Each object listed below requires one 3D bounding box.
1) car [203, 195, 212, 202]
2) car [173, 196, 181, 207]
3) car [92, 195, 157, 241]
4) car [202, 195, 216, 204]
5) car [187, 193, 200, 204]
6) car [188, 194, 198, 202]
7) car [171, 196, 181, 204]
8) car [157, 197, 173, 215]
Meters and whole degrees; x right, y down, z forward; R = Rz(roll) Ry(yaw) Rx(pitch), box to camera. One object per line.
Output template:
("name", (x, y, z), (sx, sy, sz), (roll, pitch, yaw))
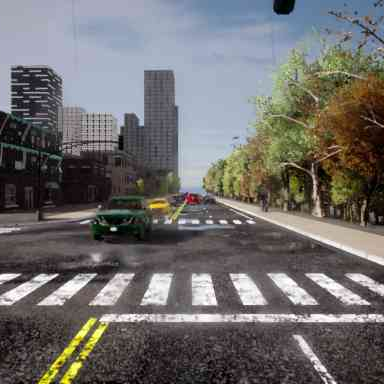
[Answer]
("car", (3.388, 1.471, 73.092), (1.837, 1.490, 4.892), (0, 0, 0))
("car", (-3.247, 1.530, 50.526), (2.033, 1.411, 5.357), (0, 0, 0))
("car", (-3.317, 1.217, 16.873), (2.150, 2.045, 5.566), (0, 0, 0))
("car", (3.470, 1.540, 63.136), (1.994, 1.385, 4.181), (0, 0, 0))
("car", (0.212, 1.198, 60.821), (2.150, 2.045, 5.566), (0, 0, 1))
("car", (0.149, 1.325, 72.789), (2.097, 1.767, 4.553), (0, 0, 0))
("car", (-3.136, 1.483, 66.072), (1.837, 1.490, 4.892), (0, 0, 0))
("car", (-3.290, 1.467, 34.281), (1.882, 1.535, 5.008), (0, 0, 0))
